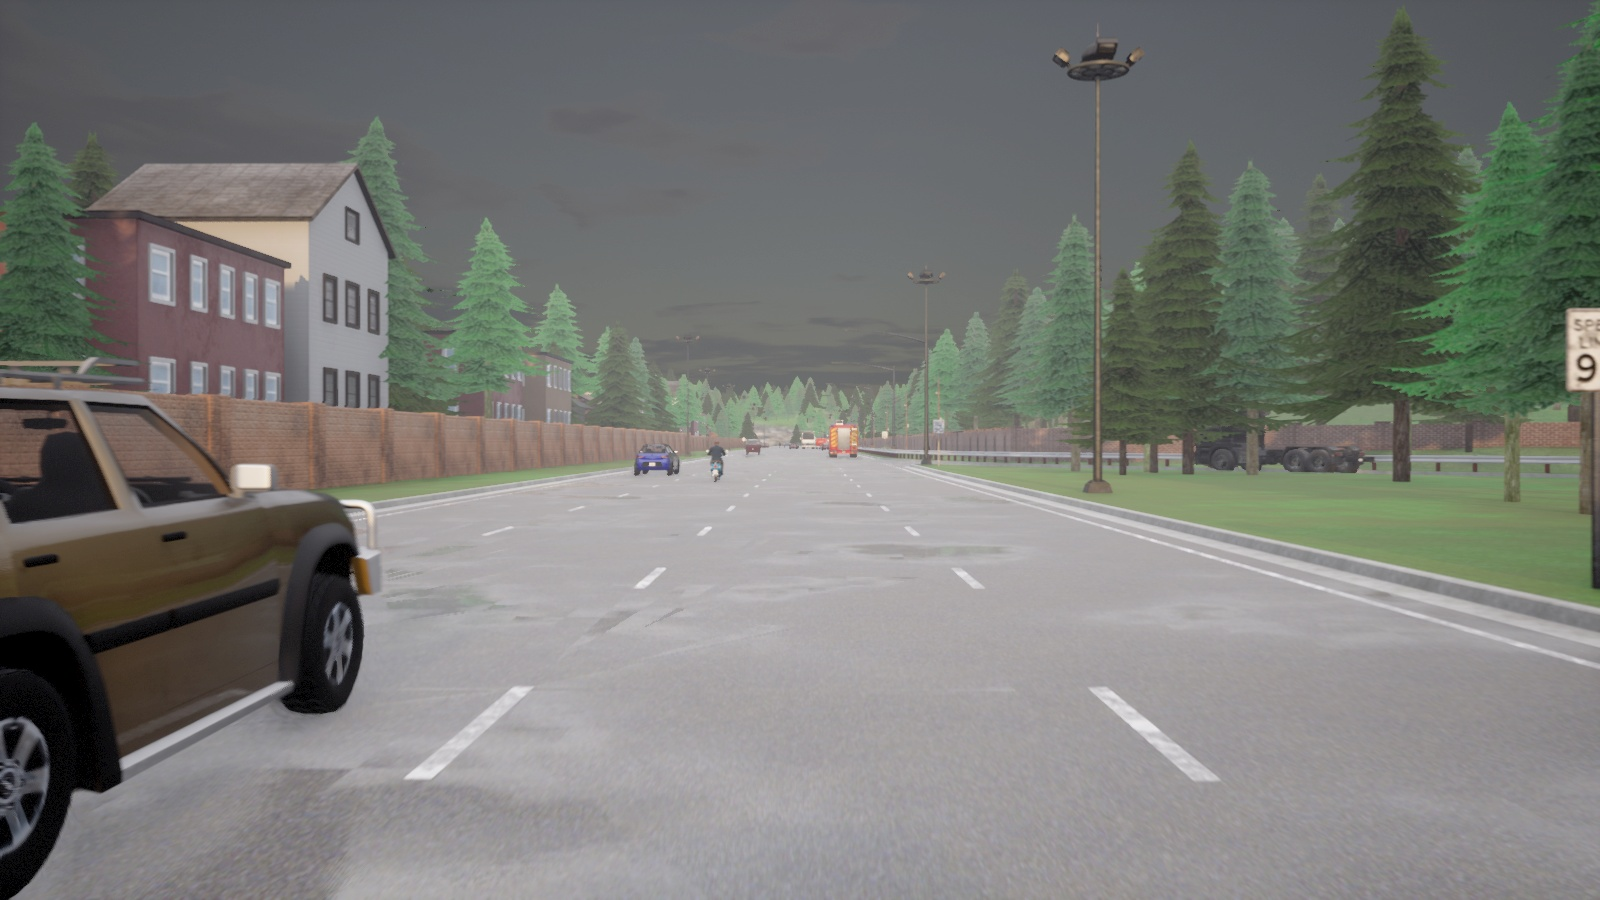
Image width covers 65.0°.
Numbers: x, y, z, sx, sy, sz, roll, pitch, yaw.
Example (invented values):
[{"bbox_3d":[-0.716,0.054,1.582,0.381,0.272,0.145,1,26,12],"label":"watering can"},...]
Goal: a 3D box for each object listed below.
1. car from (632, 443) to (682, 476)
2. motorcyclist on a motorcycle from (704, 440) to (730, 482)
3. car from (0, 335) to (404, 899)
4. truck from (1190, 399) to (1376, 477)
[{"bbox_3d":[-6.643,0.426,58.734,1.816,1.474,4.193,0,0,1],"label":"car"},{"bbox_3d":[-3.208,0.424,48.713,0.866,1.590,1.817,0,0,0],"label":"motorcyclist on a motorcycle"},{"bbox_3d":[-3.454,0.533,5.531,1.932,1.855,4.605,0,1,0],"label":"car"},{"bbox_3d":[22.923,-0.553,60.022,2.891,3.462,7.936,0,0,-38],"label":"truck"}]
